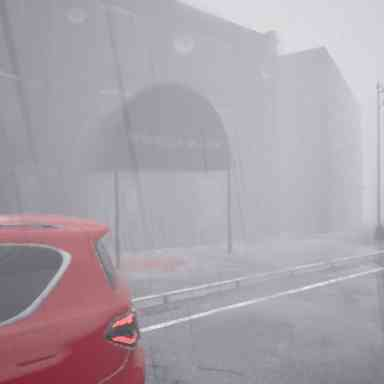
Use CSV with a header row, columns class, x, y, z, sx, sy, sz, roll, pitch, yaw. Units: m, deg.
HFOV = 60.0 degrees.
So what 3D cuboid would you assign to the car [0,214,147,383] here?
class,x,y,z,sx,sy,sz,roll,pitch,yaw
car,-2.977,1.215,1.872,5.566,2.045,2.150,0,0,-35
